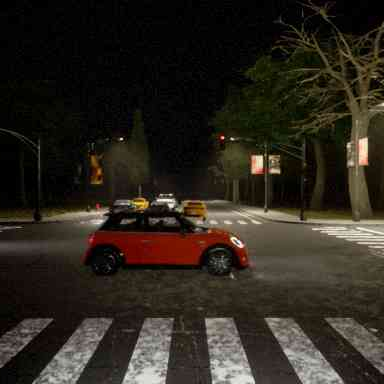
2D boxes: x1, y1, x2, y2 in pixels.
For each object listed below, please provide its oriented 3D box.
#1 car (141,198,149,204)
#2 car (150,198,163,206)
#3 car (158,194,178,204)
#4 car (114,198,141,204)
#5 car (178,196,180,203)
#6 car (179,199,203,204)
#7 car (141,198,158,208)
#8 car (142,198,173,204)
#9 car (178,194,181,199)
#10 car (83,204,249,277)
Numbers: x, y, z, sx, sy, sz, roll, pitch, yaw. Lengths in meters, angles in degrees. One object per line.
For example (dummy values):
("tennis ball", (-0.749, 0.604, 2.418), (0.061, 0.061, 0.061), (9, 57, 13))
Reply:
("car", (-6.512, 1.521, 41.111), (1.882, 1.535, 5.008), (0, 0, 0))
("car", (-6.440, 1.776, 61.215), (1.895, 1.301, 4.718), (0, 0, 0))
("car", (-3.262, 1.267, 41.606), (2.150, 2.045, 5.566), (0, 0, 0))
("car", (-6.532, 1.511, 31.612), (2.128, 1.511, 4.902), (0, 0, 0))
("car", (-3.243, 1.704, 51.857), (1.895, 1.301, 4.718), (0, 0, 0))
("car", (0.199, 1.493, 28.748), (1.882, 1.535, 5.008), (0, 0, 1))
("car", (-6.498, 1.662, 51.157), (1.994, 1.385, 4.181), (0, 0, -1))
("car", (-3.272, 1.584, 32.249), (1.994, 1.385, 4.181), (0, 0, 1))
("car", (-3.176, 1.406, 62.470), (2.150, 2.045, 5.566), (0, 0, 1))
("car", (-0.676, 1.348, 9.739), (4.553, 1.767, 2.097), (0, 0, 0))
